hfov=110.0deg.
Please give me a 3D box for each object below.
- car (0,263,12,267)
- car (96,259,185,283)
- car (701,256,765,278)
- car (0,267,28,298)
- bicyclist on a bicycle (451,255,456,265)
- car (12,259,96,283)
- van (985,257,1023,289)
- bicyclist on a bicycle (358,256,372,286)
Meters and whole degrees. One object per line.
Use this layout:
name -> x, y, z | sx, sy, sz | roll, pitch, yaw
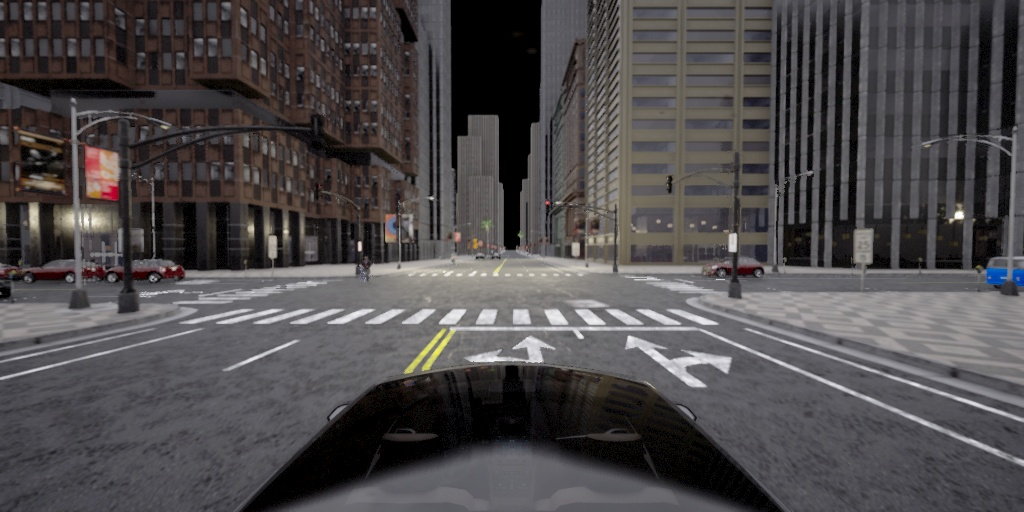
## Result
car -> -35.578, 1.126, 24.187 | 4.207, 1.307, 1.802 | 0, 0, 0
car -> -24.728, 0.945, 24.192 | 4.097, 1.591, 1.967 | 0, 0, 0
car -> 16.682, 0.804, 27.314 | 4.097, 1.591, 1.967 | 0, 0, 0
car -> -24.726, 1.291, 15.669 | 4.313, 1.339, 1.948 | 0, 0, 0
bicyclist on a bicycle -> -8.791, 0.586, 53.965 | 0.866, 1.612, 1.509 | 0, 1, 0
car -> -30.153, 0.964, 24.189 | 4.097, 1.591, 1.967 | 0, 0, 0
van -> 27.518, 0.913, 18.729 | 3.998, 1.789, 1.690 | 0, 0, 0
bicyclist on a bicycle -> -8.748, 0.890, 21.325 | 0.659, 1.776, 1.843 | 0, 1, 0
